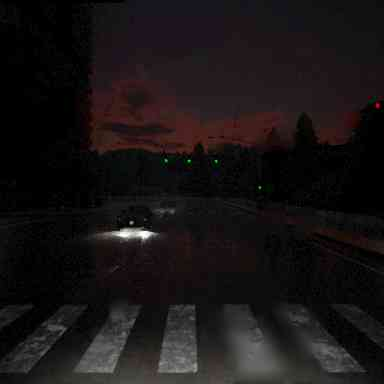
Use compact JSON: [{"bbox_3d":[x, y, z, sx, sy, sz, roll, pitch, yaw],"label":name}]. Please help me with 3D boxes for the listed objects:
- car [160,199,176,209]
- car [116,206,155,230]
[{"bbox_3d":[-3.272,1.598,46.408,1.895,1.301,4.718,0,0,2],"label":"car"},{"bbox_3d":[-3.494,1.591,21.219,1.994,1.385,4.181,0,0,0],"label":"car"}]
